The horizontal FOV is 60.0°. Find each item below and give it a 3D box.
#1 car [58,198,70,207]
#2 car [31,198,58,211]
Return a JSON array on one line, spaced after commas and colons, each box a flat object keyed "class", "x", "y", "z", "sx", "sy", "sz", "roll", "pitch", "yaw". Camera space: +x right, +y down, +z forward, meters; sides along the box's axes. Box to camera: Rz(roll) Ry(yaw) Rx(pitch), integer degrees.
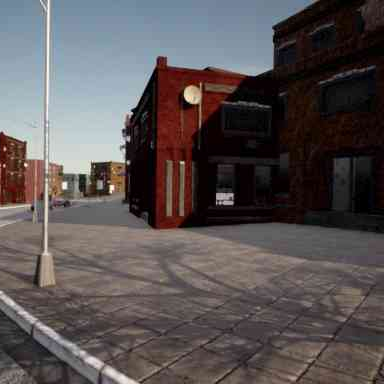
[{"class": "car", "x": -20.990, "y": 1.693, "z": 53.659, "sx": 1.812, "sy": 1.442, "sz": 4.674, "roll": 1, "pitch": 0, "yaw": -9}, {"class": "car", "x": -19.133, "y": 1.683, "z": 42.720, "sx": 1.994, "sy": 1.385, "sz": 4.181, "roll": 1, "pitch": 0, "yaw": -9}]
